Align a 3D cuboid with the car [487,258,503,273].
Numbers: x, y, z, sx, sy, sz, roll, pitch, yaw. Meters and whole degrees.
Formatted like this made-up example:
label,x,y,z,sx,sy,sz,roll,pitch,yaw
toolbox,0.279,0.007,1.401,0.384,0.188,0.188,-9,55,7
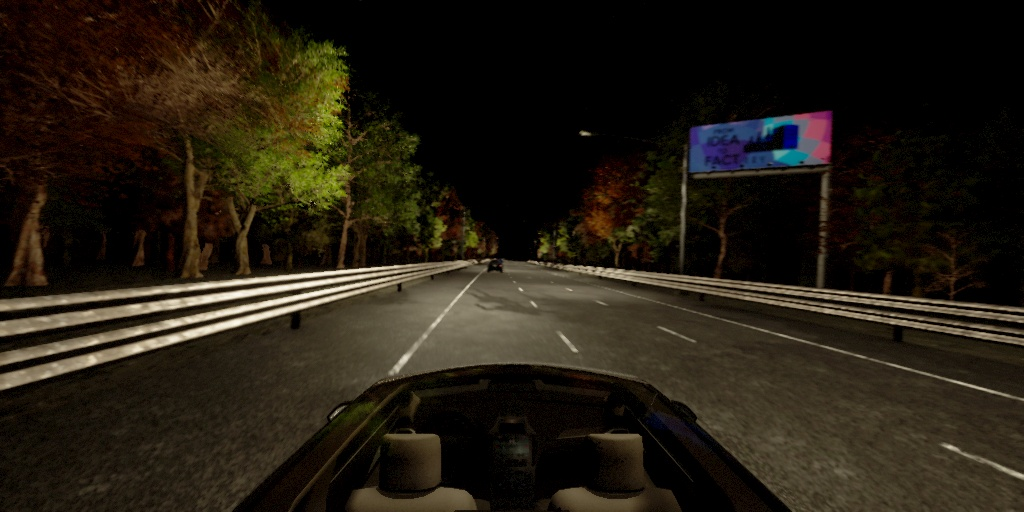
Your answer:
label,x,y,z,sx,sy,sz,roll,pitch,yaw
car,-2.332,1.359,50.212,2.097,1.767,4.553,3,0,-2
